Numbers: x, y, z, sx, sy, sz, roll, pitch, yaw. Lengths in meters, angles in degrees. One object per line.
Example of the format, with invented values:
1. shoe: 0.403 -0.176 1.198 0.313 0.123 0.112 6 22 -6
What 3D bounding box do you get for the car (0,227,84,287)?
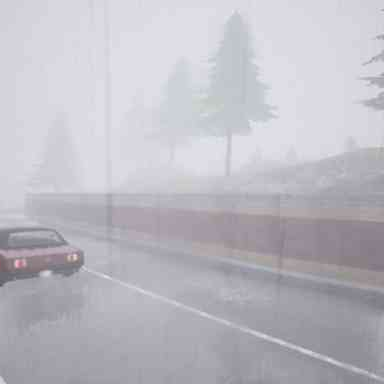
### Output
1. car: -4.929 1.662 9.647 1.895 1.301 4.718 2 -1 -41
